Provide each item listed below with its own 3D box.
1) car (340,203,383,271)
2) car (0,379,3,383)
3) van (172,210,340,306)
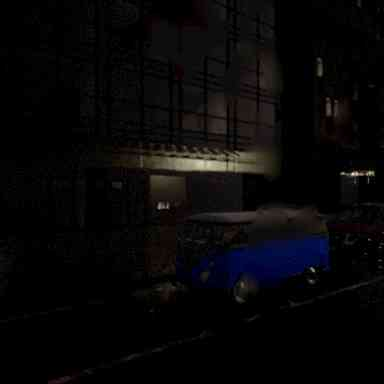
[{"bbox_3d":[6.038,1.299,11.003,5.009,1.841,2.192,0,0,-36],"label":"car"},{"bbox_3d":[-3.358,1.485,0.963,5.008,1.535,1.882,0,0,-36],"label":"car"},{"bbox_3d":[1.484,1.336,7.727,3.998,1.788,1.690,0,0,-36],"label":"van"}]
